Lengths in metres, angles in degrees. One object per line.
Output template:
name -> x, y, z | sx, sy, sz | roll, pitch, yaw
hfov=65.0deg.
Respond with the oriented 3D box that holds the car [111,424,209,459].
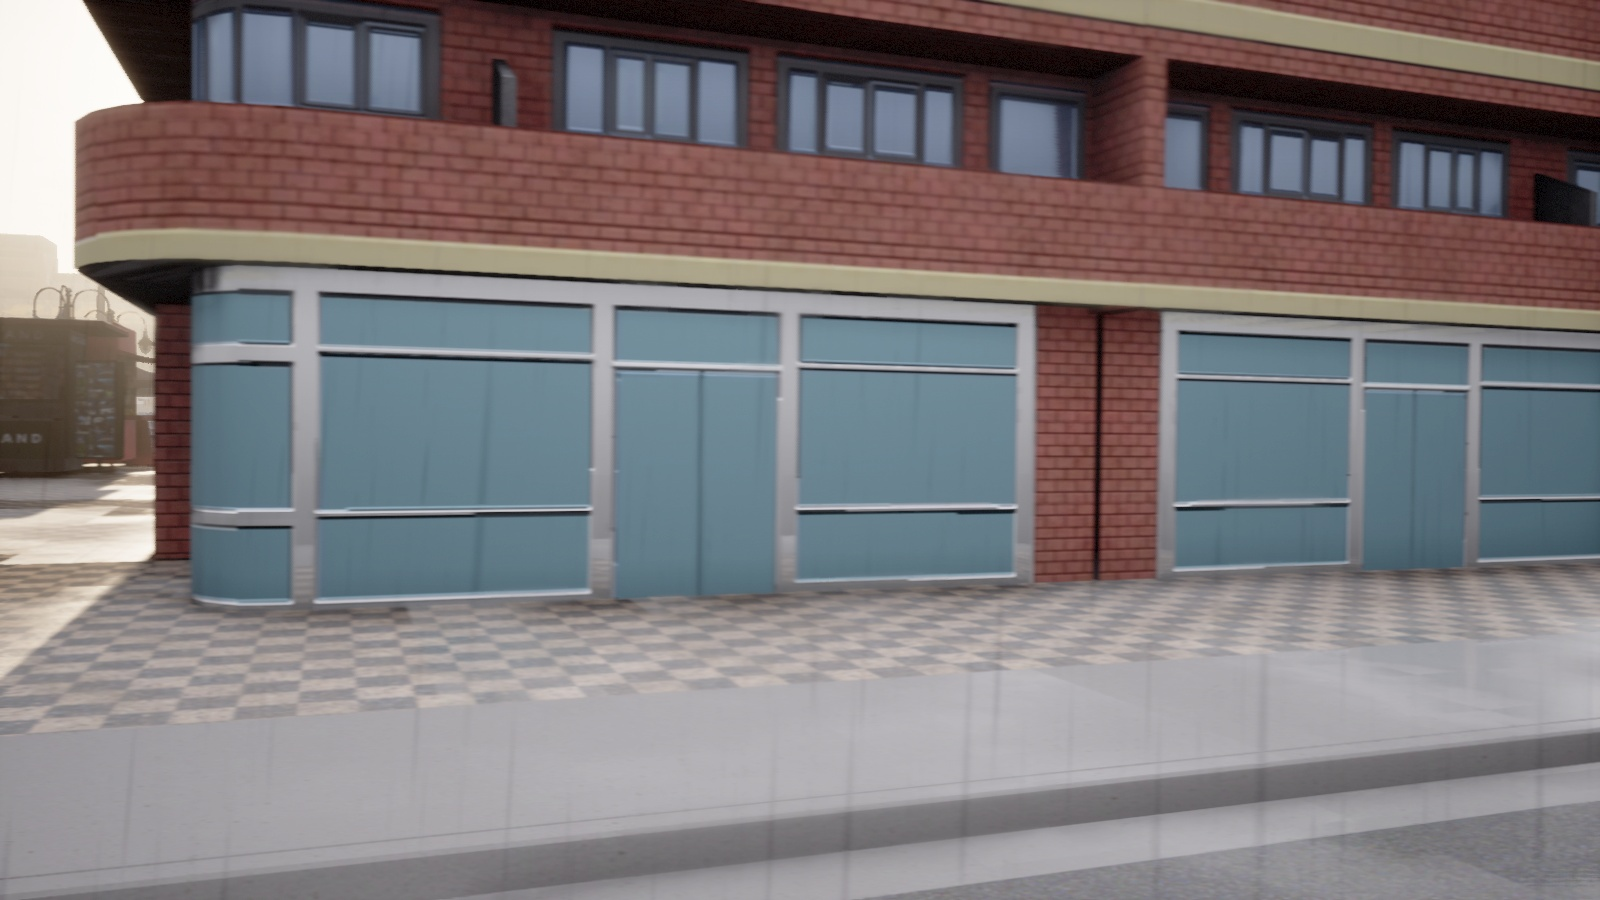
car -> -35.519, -0.470, 69.836 | 4.553, 1.767, 2.097 | -2, 1, -21
